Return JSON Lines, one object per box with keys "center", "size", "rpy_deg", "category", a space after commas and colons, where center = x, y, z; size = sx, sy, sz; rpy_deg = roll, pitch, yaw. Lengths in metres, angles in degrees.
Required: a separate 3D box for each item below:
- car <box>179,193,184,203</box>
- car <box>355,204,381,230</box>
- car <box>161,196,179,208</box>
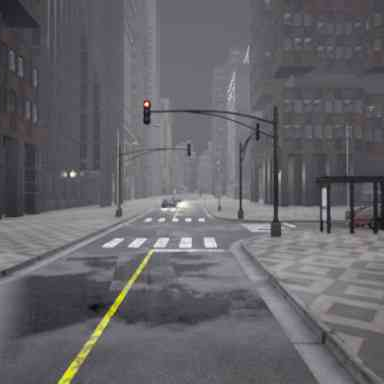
{"center": [-3.147, 1.471, 68.216], "size": [1.882, 1.535, 5.008], "rpy_deg": [0, 0, 0], "category": "car"}
{"center": [11.466, 1.424, 19.322], "size": [4.674, 1.442, 1.812], "rpy_deg": [0, -1, 0], "category": "car"}
{"center": [-3.190, 1.558, 46.492], "size": [1.994, 1.385, 4.181], "rpy_deg": [0, 0, 0], "category": "car"}
